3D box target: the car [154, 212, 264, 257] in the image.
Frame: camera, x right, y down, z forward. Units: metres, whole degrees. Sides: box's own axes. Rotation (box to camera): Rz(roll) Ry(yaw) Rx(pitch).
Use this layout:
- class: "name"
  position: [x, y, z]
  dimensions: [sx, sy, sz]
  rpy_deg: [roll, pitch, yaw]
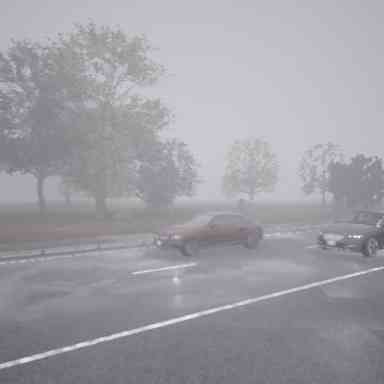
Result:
- class: "car"
  position: [0.784, 1.514, 12.955]
  dimensions: [4.674, 1.442, 1.812]
  rpy_deg: [0, 0, -34]

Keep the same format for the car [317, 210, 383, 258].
- class: "car"
  position: [6.864, 1.483, 12.776]
  dimensions: [4.902, 1.511, 2.128]
  rpy_deg: [0, 0, -33]
